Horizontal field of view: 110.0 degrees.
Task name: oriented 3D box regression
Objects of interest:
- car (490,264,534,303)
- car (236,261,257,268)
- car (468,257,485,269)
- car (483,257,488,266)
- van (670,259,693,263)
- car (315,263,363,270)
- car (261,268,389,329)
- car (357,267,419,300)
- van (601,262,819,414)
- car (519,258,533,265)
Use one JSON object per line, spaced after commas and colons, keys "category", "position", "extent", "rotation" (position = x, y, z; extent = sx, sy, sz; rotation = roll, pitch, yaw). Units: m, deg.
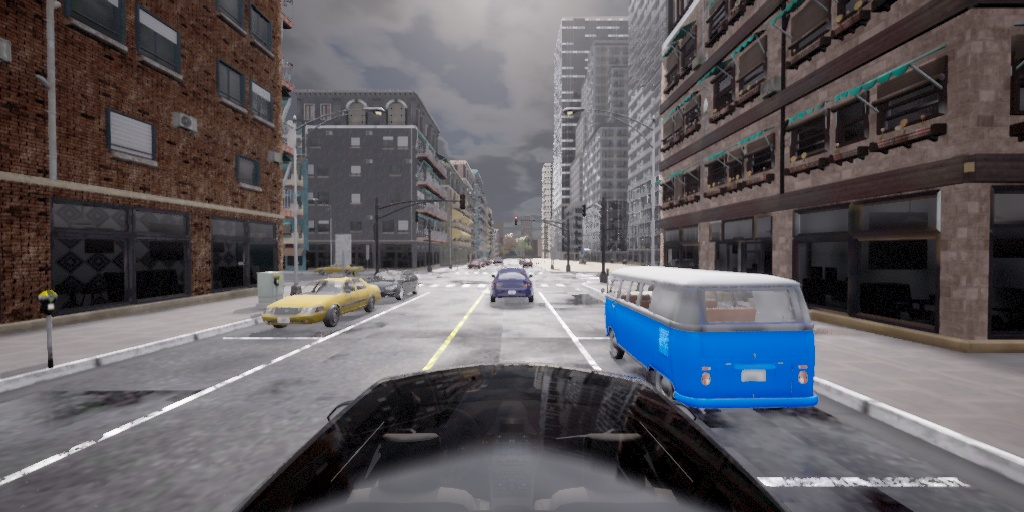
{"category": "car", "position": [0.001, 1.279, 16.502], "extent": [1.812, 1.442, 4.674], "rotation": [0, 0, 0]}
{"category": "car", "position": [-23.234, 1.298, 28.778], "extent": [4.097, 1.591, 1.967], "rotation": [0, 0, 0]}
{"category": "car", "position": [-5.691, 1.291, 55.249], "extent": [1.888, 1.381, 4.507], "rotation": [0, 0, 0]}
{"category": "car", "position": [-5.691, 1.186, 60.898], "extent": [1.967, 1.591, 4.097], "rotation": [0, 0, 0]}
{"category": "van", "position": [14.689, 1.113, 28.839], "extent": [3.998, 1.789, 1.690], "rotation": [0, 0, 0]}
{"category": "car", "position": [-17.883, 1.245, 37.166], "extent": [4.829, 1.417, 1.751], "rotation": [0, 0, 0]}
{"category": "car", "position": [-5.691, 1.271, 11.349], "extent": [1.751, 1.417, 4.829], "rotation": [0, 0, 0]}
{"category": "car", "position": [-5.692, 1.295, 17.183], "extent": [2.007, 1.370, 4.403], "rotation": [0, 0, 0]}
{"category": "van", "position": [2.689, 1.087, 5.819], "extent": [1.690, 1.789, 3.998], "rotation": [0, 0, 0]}
{"category": "car", "position": [2.657, 1.292, 60.955], "extent": [1.888, 1.381, 4.507], "rotation": [0, 0, 0]}
